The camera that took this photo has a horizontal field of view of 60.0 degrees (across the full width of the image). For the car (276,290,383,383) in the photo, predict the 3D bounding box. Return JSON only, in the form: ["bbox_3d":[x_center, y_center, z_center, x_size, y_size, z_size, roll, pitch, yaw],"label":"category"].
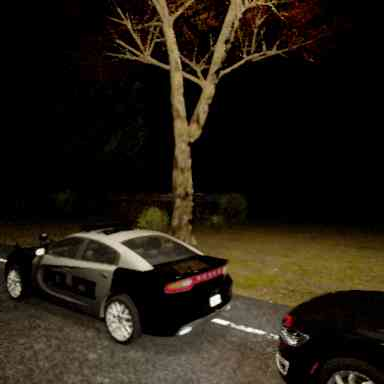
[{"bbox_3d":[3.197,1.529,2.860,4.892,1.490,1.837,1,0,36],"label":"car"}]

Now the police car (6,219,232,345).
[{"bbox_3d":[-1.747,1.362,6.446,5.238,1.638,1.930,1,0,36],"label":"police car"}]
